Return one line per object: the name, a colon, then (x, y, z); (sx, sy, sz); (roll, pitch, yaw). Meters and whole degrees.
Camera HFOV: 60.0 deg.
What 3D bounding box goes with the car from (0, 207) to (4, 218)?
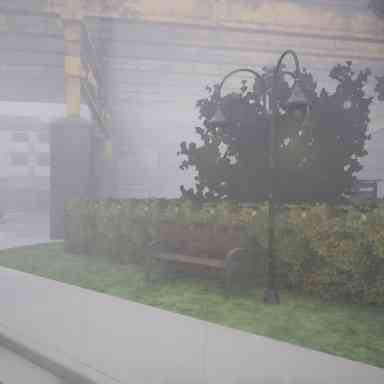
car: (-16.658, 1.478, 24.416); (5.008, 1.535, 1.882); (0, 0, -9)
